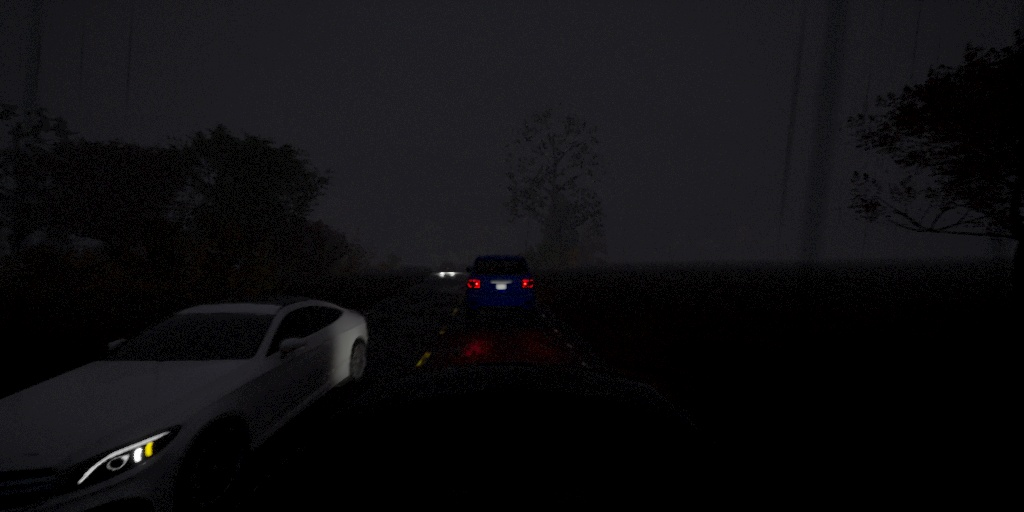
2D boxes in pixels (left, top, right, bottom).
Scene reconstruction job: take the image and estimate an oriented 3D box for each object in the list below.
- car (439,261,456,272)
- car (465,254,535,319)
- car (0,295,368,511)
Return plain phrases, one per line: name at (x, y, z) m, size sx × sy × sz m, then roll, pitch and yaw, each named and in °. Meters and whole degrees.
car at (-8.291, 1.347, 46.006) m, size 1.994 × 1.385 × 4.181 m, roll 0°, pitch 0°, yaw -12°
car at (-0.480, 0.969, 12.923) m, size 2.150 × 2.045 × 5.566 m, roll 0°, pitch 0°, yaw -4°
car at (-3.254, 1.268, 4.330) m, size 1.812 × 1.442 × 4.674 m, roll 0°, pitch 0°, yaw -2°
